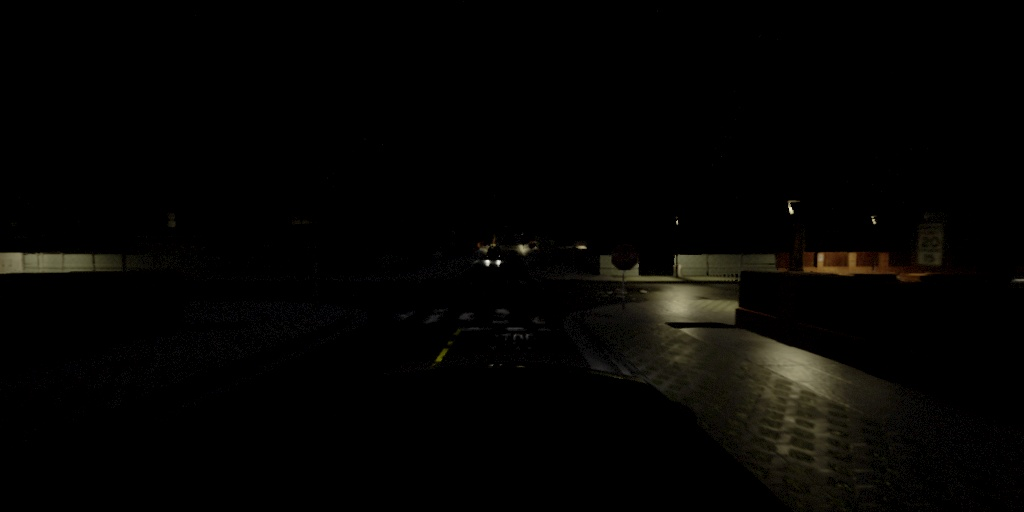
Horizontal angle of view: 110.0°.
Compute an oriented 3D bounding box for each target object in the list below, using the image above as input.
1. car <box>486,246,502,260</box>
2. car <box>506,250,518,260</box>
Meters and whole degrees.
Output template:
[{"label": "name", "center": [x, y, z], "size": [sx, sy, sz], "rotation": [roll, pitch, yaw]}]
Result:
[{"label": "car", "center": [-2.756, -0.535, 55.132], "size": [2.150, 2.045, 5.566], "rotation": [0, 2, 0]}, {"label": "car", "center": [-0.004, -0.206, 55.035], "size": [2.033, 1.411, 5.357], "rotation": [0, 2, 0]}]
